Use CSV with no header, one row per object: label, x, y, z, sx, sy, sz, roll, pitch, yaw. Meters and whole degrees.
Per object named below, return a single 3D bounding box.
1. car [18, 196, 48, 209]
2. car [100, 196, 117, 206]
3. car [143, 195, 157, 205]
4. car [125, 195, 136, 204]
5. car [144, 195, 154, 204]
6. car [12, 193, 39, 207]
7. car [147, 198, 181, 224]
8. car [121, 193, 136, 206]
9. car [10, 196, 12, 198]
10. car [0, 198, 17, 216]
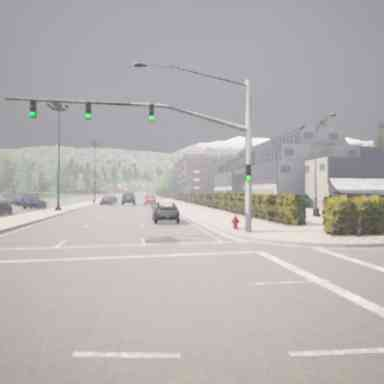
car,-20.242,1.532,42.923,1.895,1.301,4.718,0,0,-9
car,-13.832,1.477,54.141,2.033,1.411,5.357,0,0,-9
car,-6.959,1.289,55.497,2.097,1.767,4.553,0,0,-9
car,-11.973,1.401,64.862,1.882,1.535,5.008,0,0,-9
car,-8.516,1.433,65.407,1.837,1.490,4.892,0,0,-9
car,-24.990,1.142,50.912,2.150,2.045,5.566,0,0,-8
car,-1.997,1.466,24.675,2.128,1.511,4.902,0,0,-9
car,-10.314,1.155,54.302,2.150,2.045,5.566,0,0,-9
car,-29.175,1.400,55.125,2.128,1.511,4.902,0,0,-9
car,-18.300,1.510,30.863,1.994,1.385,4.181,0,0,-9
